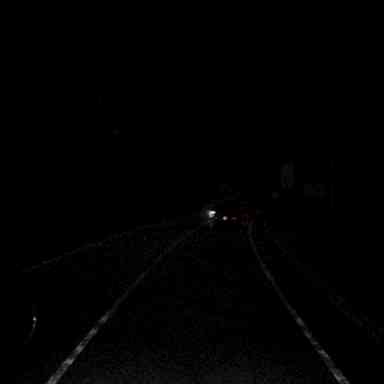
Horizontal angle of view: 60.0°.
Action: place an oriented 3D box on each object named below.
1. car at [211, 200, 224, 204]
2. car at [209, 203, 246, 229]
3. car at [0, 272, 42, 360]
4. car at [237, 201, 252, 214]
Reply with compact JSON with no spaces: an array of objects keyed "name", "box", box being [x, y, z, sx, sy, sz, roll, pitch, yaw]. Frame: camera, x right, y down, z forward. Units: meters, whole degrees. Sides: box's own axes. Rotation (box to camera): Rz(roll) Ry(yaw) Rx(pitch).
[{"name":"car","box":[3.750,1.903,46.549,1.812,1.442,4.674,1,0,13]},{"name":"car","box":[2.571,1.773,23.872,2.033,1.411,5.357,1,0,11]},{"name":"car","box":[-3.400,1.578,3.543,1.994,1.385,4.181,0,0,2]},{"name":"car","box":[6.418,1.883,41.474,1.882,1.535,5.008,1,-1,13]}]
